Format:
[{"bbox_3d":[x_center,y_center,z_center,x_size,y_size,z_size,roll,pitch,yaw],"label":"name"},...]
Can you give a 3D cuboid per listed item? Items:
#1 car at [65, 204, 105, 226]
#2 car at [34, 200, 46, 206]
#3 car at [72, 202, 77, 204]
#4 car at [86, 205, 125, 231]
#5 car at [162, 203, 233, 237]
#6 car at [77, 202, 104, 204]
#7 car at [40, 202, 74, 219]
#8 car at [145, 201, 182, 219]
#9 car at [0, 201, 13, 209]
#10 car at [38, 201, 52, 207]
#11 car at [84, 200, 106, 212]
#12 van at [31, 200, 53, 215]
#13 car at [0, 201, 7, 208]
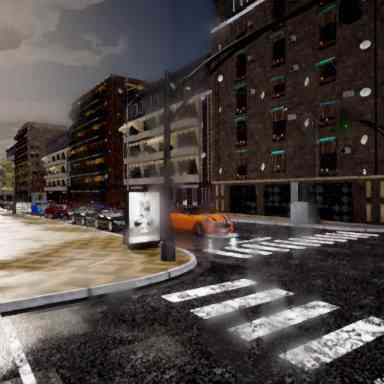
[{"bbox_3d":[-8.709,1.968,27.702,2.008,1.369,4.403,-2,0,-36],"label":"car"},{"bbox_3d":[-37.664,2.795,82.355,1.887,1.381,4.507,-2,0,-36],"label":"car"},{"bbox_3d":[-21.365,2.422,59.776,1.802,1.307,4.206,-2,0,-36],"label":"car"},{"bbox_3d":[-5.449,1.887,23.186,2.008,1.369,4.403,-2,0,-36],"label":"car"},{"bbox_3d":[0.342,1.579,19.891,2.097,1.767,4.553,-1,-1,-37],"label":"car"},{"bbox_3d":[-9.608,2.021,33.615,2.033,1.411,5.357,-1,-1,-36],"label":"car"},{"bbox_3d":[-14.776,2.114,36.185,1.887,1.381,4.507,-2,0,-36],"label":"car"},{"bbox_3d":[-3.016,1.823,34.571,1.967,1.590,4.097,-2,0,-36],"label":"car"},{"bbox_3d":[-37.940,2.702,68.419,2.008,1.369,4.403,-2,0,-36],"label":"car"},{"bbox_3d":[-34.404,2.734,77.839,1.947,1.339,4.313,-2,0,-36],"label":"car"},{"bbox_3d":[-14.846,2.117,50.748,1.967,1.590,4.097,-2,0,-36],"label":"car"},{"bbox_3d":[-19.687,2.034,43.077,1.690,1.788,3.998,-2,0,-36],"label":"van"},{"bbox_3d":[-44.459,2.861,77.450,1.887,1.381,4.507,-2,0,-36],"label":"car"}]
